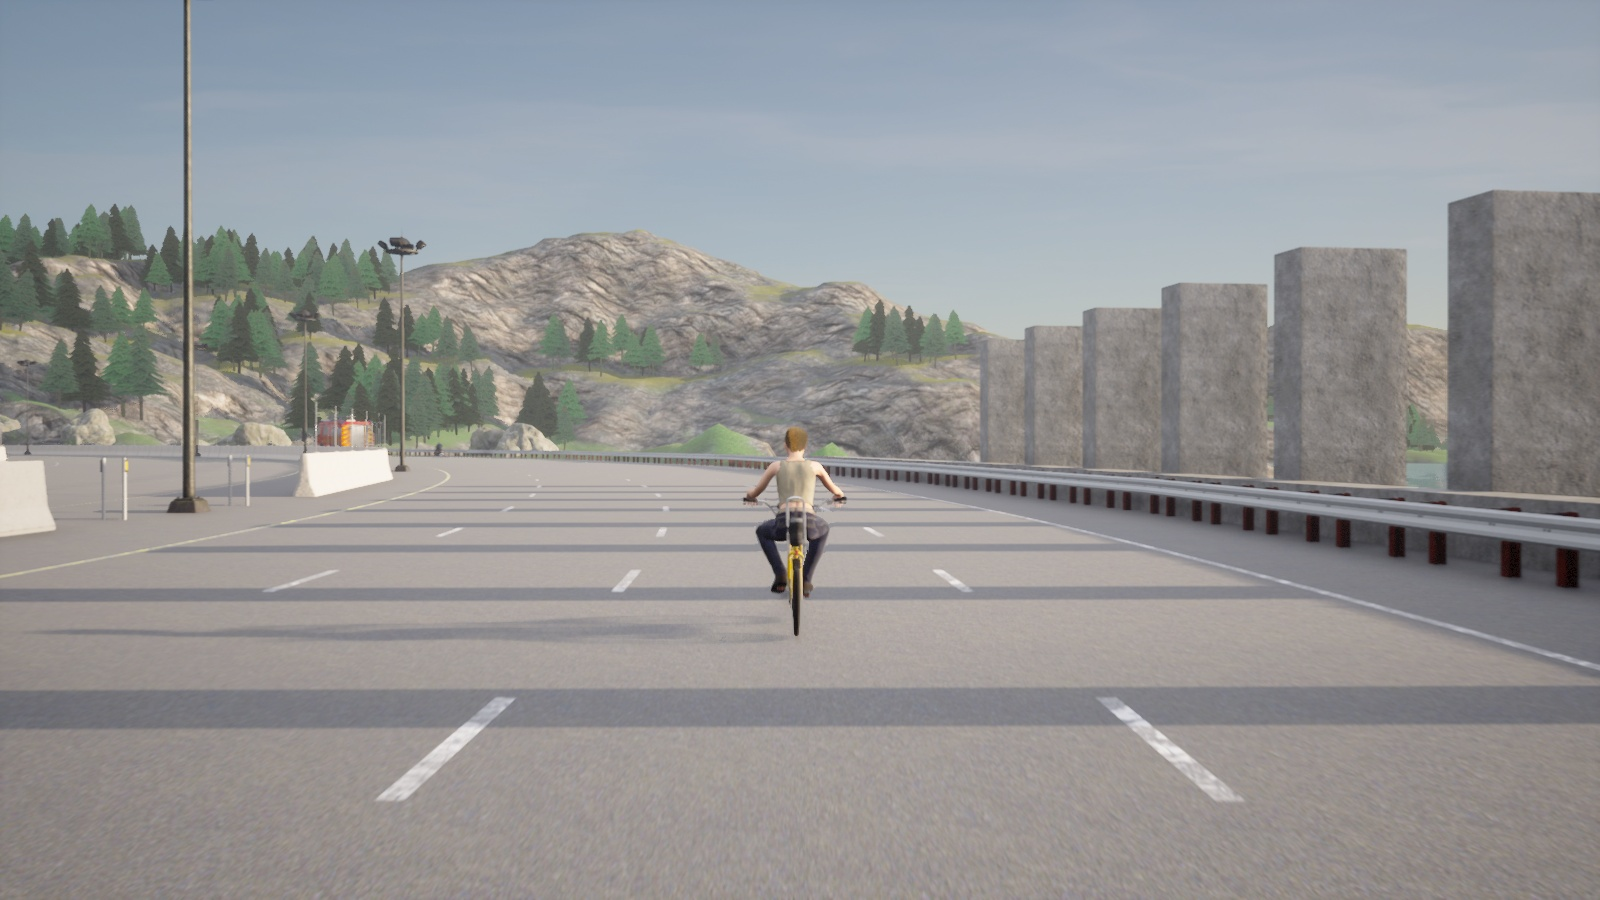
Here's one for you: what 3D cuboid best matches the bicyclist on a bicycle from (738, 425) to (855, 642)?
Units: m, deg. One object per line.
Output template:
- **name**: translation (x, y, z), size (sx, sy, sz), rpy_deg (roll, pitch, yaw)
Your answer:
- **bicyclist on a bicycle**: translation (-0.038, 0.619, 10.093), size (0.866, 1.612, 1.509), rpy_deg (0, 0, -1)
